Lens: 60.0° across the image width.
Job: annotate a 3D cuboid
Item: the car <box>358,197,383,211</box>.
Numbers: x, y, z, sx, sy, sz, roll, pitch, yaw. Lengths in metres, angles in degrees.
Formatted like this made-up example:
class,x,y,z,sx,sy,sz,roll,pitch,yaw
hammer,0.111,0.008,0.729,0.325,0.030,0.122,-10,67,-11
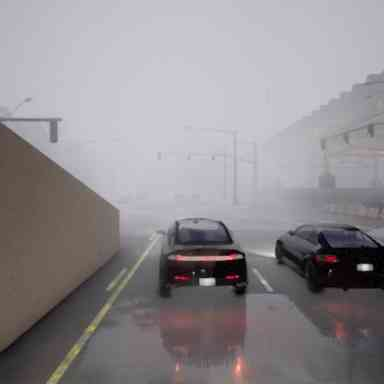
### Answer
class,x,y,z,sx,sy,sz,roll,pitch,yaw
car,17.573,1.086,31.634,1.853,1.218,4.536,0,1,45

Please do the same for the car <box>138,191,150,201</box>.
class,x,y,z,sx,sy,sz,roll,pitch,yaw
car,-9.760,0.780,67.034,2.150,2.045,5.566,0,0,2

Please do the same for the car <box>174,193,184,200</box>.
class,x,y,z,sx,sy,sz,roll,pitch,yaw
car,-2.673,0.891,70.222,2.033,1.411,5.357,0,0,1

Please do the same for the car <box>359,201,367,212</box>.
class,x,y,z,sx,sy,sz,roll,pitch,yaw
car,17.536,1.244,31.598,2.038,1.542,4.974,0,1,45

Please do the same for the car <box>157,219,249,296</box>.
class,x,y,z,sx,sy,sz,roll,pitch,yaw
car,0.132,1.434,8.556,2.128,1.511,4.902,0,0,-4

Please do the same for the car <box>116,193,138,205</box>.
class,x,y,z,sx,sy,sz,roll,pitch,yaw
car,-10.224,1.208,51.304,2.033,1.411,5.357,0,0,2

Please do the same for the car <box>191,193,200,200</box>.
class,x,y,z,sx,sy,sz,roll,pitch,yaw
car,0.826,0.892,70.136,2.033,1.411,5.357,0,0,1

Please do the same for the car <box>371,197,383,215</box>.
class,x,y,z,sx,sy,sz,roll,pitch,yaw
car,17.462,1.117,26.948,1.853,1.218,4.536,0,0,-35

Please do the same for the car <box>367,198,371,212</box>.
class,x,y,z,sx,sy,sz,roll,pitch,yaw
car,17.432,1.274,26.992,2.038,1.542,4.974,0,0,-35

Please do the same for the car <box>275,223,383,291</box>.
class,x,y,z,sx,sy,sz,roll,pitch,yaw
car,3.570,1.505,8.842,1.994,1.385,4.181,0,0,0
